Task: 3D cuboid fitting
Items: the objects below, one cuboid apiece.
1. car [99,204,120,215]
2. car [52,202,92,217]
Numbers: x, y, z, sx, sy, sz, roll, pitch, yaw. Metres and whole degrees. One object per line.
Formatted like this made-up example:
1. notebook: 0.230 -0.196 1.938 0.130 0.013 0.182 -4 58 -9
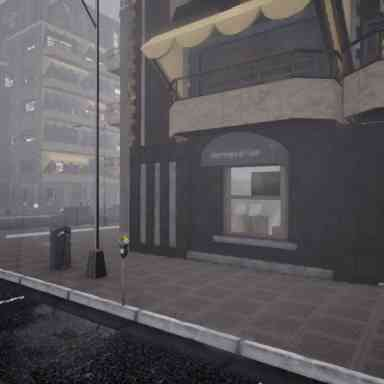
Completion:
1. car: -9.407 2.063 39.871 1.802 1.307 4.206 -1 -1 35
2. car: -12.690 1.821 35.246 1.967 1.590 4.097 -1 -1 35
